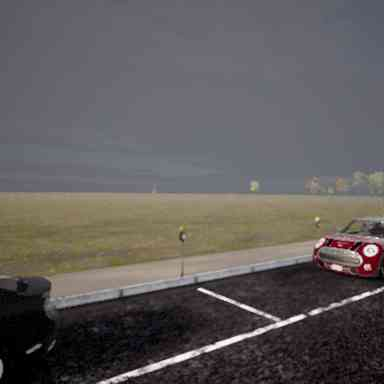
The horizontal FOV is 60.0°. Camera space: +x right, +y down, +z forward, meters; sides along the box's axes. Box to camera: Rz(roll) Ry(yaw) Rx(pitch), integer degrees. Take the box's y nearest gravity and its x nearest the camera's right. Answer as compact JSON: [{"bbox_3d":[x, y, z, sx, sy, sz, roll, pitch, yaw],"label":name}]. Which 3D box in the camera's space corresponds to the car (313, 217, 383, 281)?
[{"bbox_3d":[5.474,1.492,9.991,4.097,1.590,1.967,0,0,-35],"label":"car"}]

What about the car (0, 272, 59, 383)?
[{"bbox_3d":[-3.733,1.545,3.426,4.403,1.369,2.008,0,0,-35],"label":"car"}]
